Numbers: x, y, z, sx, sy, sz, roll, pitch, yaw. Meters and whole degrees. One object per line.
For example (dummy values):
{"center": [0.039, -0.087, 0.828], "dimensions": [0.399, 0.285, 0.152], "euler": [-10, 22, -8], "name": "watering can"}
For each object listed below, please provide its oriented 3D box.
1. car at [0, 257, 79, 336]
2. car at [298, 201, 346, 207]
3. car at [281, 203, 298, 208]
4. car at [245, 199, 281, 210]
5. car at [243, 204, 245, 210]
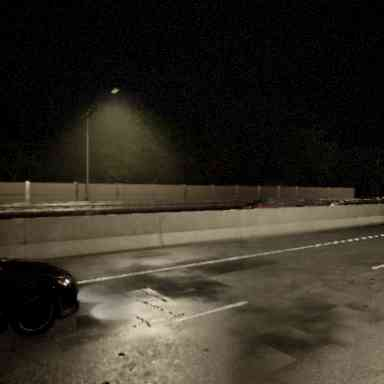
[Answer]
{"center": [-4.040, 1.576, 5.290], "dimensions": [4.181, 1.385, 1.994], "euler": [0, 0, -36], "name": "car"}
{"center": [12.223, 1.562, 29.994], "dimensions": [4.902, 1.511, 2.128], "euler": [0, 0, -36], "name": "car"}
{"center": [11.430, 1.644, 33.724], "dimensions": [4.181, 1.385, 1.994], "euler": [0, 0, -36], "name": "car"}
{"center": [8.322, 1.684, 35.807], "dimensions": [4.718, 1.301, 1.895], "euler": [0, 0, -35], "name": "car"}
{"center": [8.306, 1.602, 40.086], "dimensions": [4.892, 1.490, 1.837], "euler": [1, -1, -35], "name": "car"}
